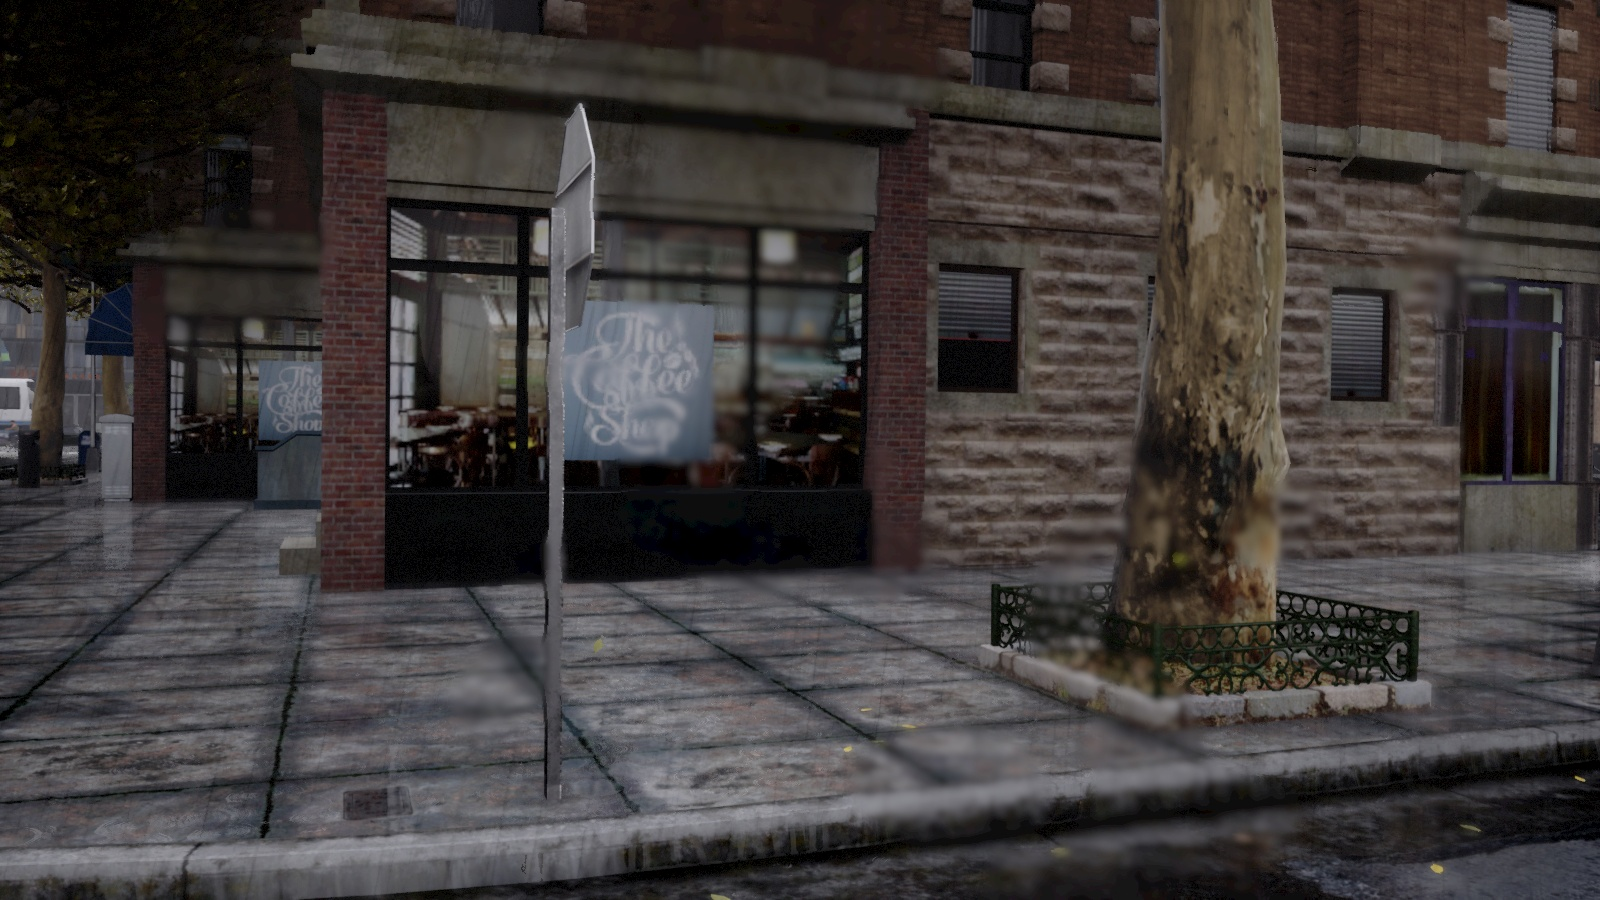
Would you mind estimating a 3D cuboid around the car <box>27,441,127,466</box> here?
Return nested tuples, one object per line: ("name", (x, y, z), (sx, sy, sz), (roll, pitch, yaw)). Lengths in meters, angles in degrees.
("car", (-41.332, 0.174, 71.889), (4.718, 1.301, 1.895), (-1, 1, -20))

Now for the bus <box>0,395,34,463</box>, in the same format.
("bus", (-54.175, -1.271, 78.338), (10.273, 4.253, 3.944), (-1, 1, -20))
